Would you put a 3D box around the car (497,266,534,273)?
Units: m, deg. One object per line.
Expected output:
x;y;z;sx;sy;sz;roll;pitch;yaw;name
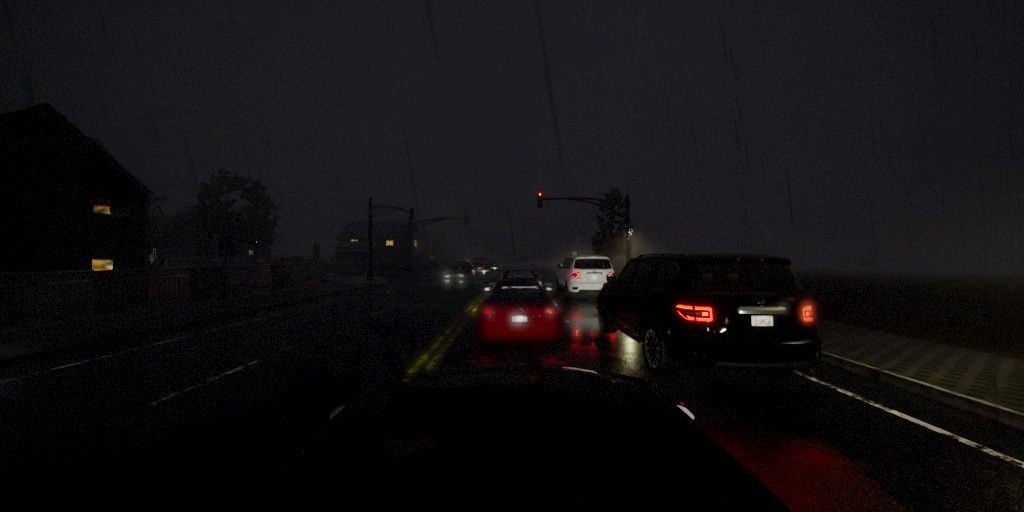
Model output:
0.342;1.364;18.469;1.895;1.301;4.718;0;0;-3;car

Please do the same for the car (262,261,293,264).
-20.871;0.940;33.229;4.892;1.490;1.837;1;-1;16;car

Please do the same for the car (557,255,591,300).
3.554;0.983;17.896;2.150;2.045;5.566;0;0;1;car

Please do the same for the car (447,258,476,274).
-6.009;1.286;41.588;1.882;1.535;5.008;0;0;10;car

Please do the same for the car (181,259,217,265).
-30.992;0.819;36.056;5.357;1.411;2.033;1;-1;16;car

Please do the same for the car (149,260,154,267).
-41.375;0.608;38.968;4.892;1.490;1.837;1;-1;16;car

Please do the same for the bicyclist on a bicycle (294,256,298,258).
-24.188;0.781;40.246;0.582;1.620;1.656;1;-1;16;bicyclist on a bicycle

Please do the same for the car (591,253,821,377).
3.402;0.974;7.537;2.150;2.045;5.566;0;0;0;car

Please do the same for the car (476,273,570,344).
0.177;1.319;9.659;1.994;1.385;4.181;0;0;0;car

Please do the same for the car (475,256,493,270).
-4.816;1.065;55.948;2.150;2.045;5.566;0;0;4;car
